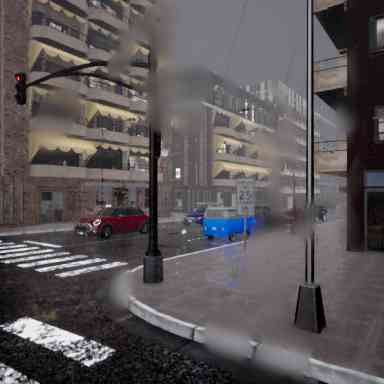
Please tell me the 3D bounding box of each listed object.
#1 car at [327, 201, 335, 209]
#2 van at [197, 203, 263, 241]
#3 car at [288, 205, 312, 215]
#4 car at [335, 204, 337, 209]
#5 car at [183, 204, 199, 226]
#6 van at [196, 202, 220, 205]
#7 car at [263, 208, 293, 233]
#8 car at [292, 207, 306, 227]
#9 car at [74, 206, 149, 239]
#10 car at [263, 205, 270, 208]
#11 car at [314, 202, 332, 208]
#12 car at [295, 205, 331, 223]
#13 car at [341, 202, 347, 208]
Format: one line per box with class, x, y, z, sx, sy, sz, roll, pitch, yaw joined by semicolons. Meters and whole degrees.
car;27.369;2.729;68.819;2.192;1.841;5.009;-1;-2;35
van;2.229;1.704;18.787;1.690;1.788;3.998;-1;-2;35
car;15.445;2.551;47.406;1.895;1.301;4.718;0;-1;36
car;30.581;3.064;73.327;1.887;1.381;4.507;-1;-2;35
car;1.204;2.005;27.535;1.812;1.442;4.674;0;-1;35
van;1.681;1.903;32.709;1.690;1.788;3.998;-1;-2;35
car;5.303;2.035;23.394;1.947;1.339;4.313;-1;-2;35
car;8.513;2.158;27.907;1.802;1.307;4.206;-1;-2;35
car;-4.549;1.639;19.411;2.097;1.767;4.553;0;-1;35
car;7.184;2.183;35.933;1.837;1.490;4.892;0;-1;35
car;16.460;2.409;43.465;1.837;1.490;4.892;0;-1;35
car;11.725;2.233;32.422;2.008;1.369;4.403;-1;-2;35
car;40.118;3.376;86.733;1.752;1.417;4.829;-1;-2;35
